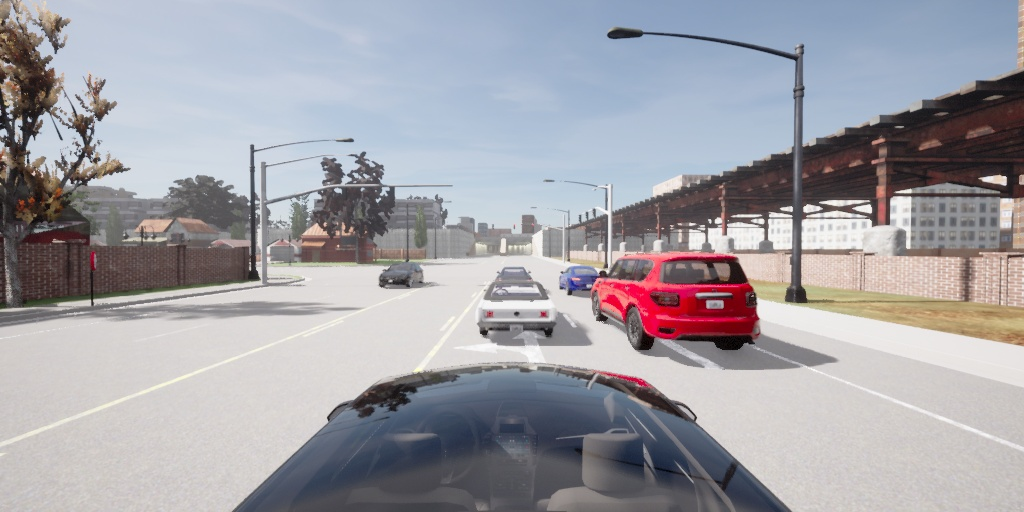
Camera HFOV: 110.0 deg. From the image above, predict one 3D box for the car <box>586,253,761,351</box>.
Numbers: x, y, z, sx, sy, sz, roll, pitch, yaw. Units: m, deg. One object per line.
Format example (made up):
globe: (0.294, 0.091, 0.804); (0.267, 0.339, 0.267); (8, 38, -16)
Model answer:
car: (3.603, 0.958, 9.069); (2.150, 2.045, 5.566); (0, 0, 0)

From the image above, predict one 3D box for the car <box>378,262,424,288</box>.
car: (-7.002, 1.183, 23.051); (1.837, 1.490, 4.892); (0, 0, 0)

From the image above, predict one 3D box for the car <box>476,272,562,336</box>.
car: (0.101, 1.335, 10.359); (1.895, 1.301, 4.718); (0, 0, 0)

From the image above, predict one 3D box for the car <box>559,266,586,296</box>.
car: (3.604, 1.219, 18.907); (1.812, 1.442, 4.674); (0, 0, 0)

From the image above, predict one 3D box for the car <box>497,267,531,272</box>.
car: (0.102, 1.253, 19.207); (1.994, 1.385, 4.181); (0, 0, 0)
